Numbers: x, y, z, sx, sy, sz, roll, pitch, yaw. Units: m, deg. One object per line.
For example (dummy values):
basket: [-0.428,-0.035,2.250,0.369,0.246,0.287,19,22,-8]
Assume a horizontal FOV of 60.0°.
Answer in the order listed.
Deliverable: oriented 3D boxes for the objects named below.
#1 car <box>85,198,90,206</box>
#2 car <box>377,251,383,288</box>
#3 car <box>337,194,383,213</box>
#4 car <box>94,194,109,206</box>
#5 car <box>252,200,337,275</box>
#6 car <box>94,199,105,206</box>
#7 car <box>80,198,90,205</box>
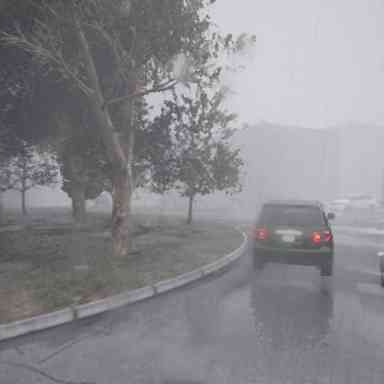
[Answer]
car: [-21.862,1.975,66.520,1.882,1.535,5.008,0,-2,-15]
car: [4.653,1.603,6.154,2.033,1.411,5.357,0,0,25]
car: [18.097,1.257,37.195,5.566,2.045,2.150,0,0,-19]
car: [-15.782,1.446,58.141,2.150,2.045,5.566,0,-1,-18]
car: [3.437,1.274,11.020,2.150,2.045,5.566,0,0,21]
car: [-19.134,2.096,68.869,2.033,1.411,5.357,0,-2,-15]
car: [-24.508,2.203,76.307,1.882,1.535,5.008,0,-2,-15]
